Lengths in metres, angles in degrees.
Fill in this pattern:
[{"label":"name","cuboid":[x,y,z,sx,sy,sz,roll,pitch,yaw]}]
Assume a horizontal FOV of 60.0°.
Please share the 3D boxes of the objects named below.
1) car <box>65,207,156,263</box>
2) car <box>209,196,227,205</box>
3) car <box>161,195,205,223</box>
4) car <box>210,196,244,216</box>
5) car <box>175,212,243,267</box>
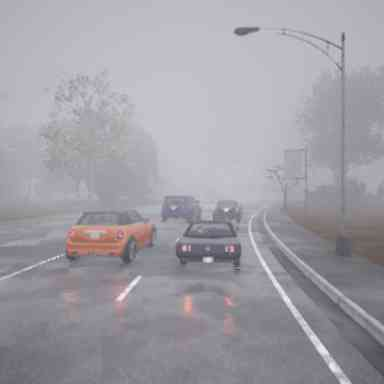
[{"label":"car","cuboid":[-2.733,1.360,12.263,2.097,1.767,4.553,0,0,6]},{"label":"car","cuboid":[4.653,1.487,59.372,2.128,1.511,4.902,0,0,18]},{"label":"car","cuboid":[-0.753,1.242,25.868,2.150,2.045,5.566,0,0,12]},{"label":"car","cuboid":[2.928,1.374,26.314,2.097,1.767,4.553,0,0,12]},{"label":"car","cuboid":[0.695,1.611,11.513,1.895,1.301,4.718,0,0,6]}]
